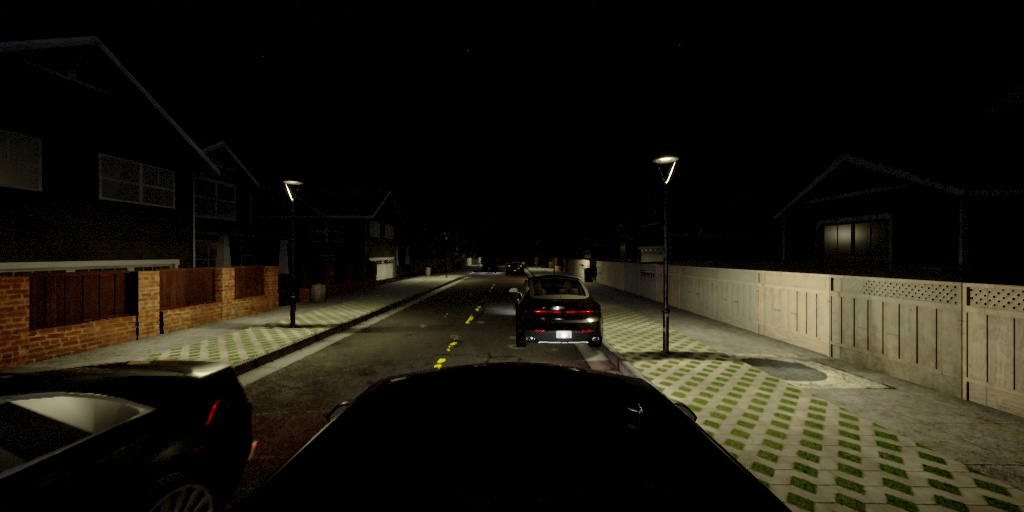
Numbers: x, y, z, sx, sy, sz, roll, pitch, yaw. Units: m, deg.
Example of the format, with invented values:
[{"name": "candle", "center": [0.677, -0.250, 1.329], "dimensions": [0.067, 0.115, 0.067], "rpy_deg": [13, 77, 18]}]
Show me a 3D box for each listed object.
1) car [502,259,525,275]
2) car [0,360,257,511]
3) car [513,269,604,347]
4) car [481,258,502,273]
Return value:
[{"name": "car", "center": [0.311, 1.198, 37.573], "dimensions": [2.128, 1.511, 4.902], "rpy_deg": [0, 0, 1]}, {"name": "car", "center": [-2.852, 1.242, 0.643], "dimensions": [2.128, 1.511, 4.902], "rpy_deg": [0, 0, 0]}, {"name": "car", "center": [1.010, 1.251, 9.265], "dimensions": [1.837, 1.490, 4.892], "rpy_deg": [0, 0, 0]}, {"name": "car", "center": [-2.582, 1.202, 43.136], "dimensions": [1.837, 1.490, 4.892], "rpy_deg": [0, 0, 0]}]
